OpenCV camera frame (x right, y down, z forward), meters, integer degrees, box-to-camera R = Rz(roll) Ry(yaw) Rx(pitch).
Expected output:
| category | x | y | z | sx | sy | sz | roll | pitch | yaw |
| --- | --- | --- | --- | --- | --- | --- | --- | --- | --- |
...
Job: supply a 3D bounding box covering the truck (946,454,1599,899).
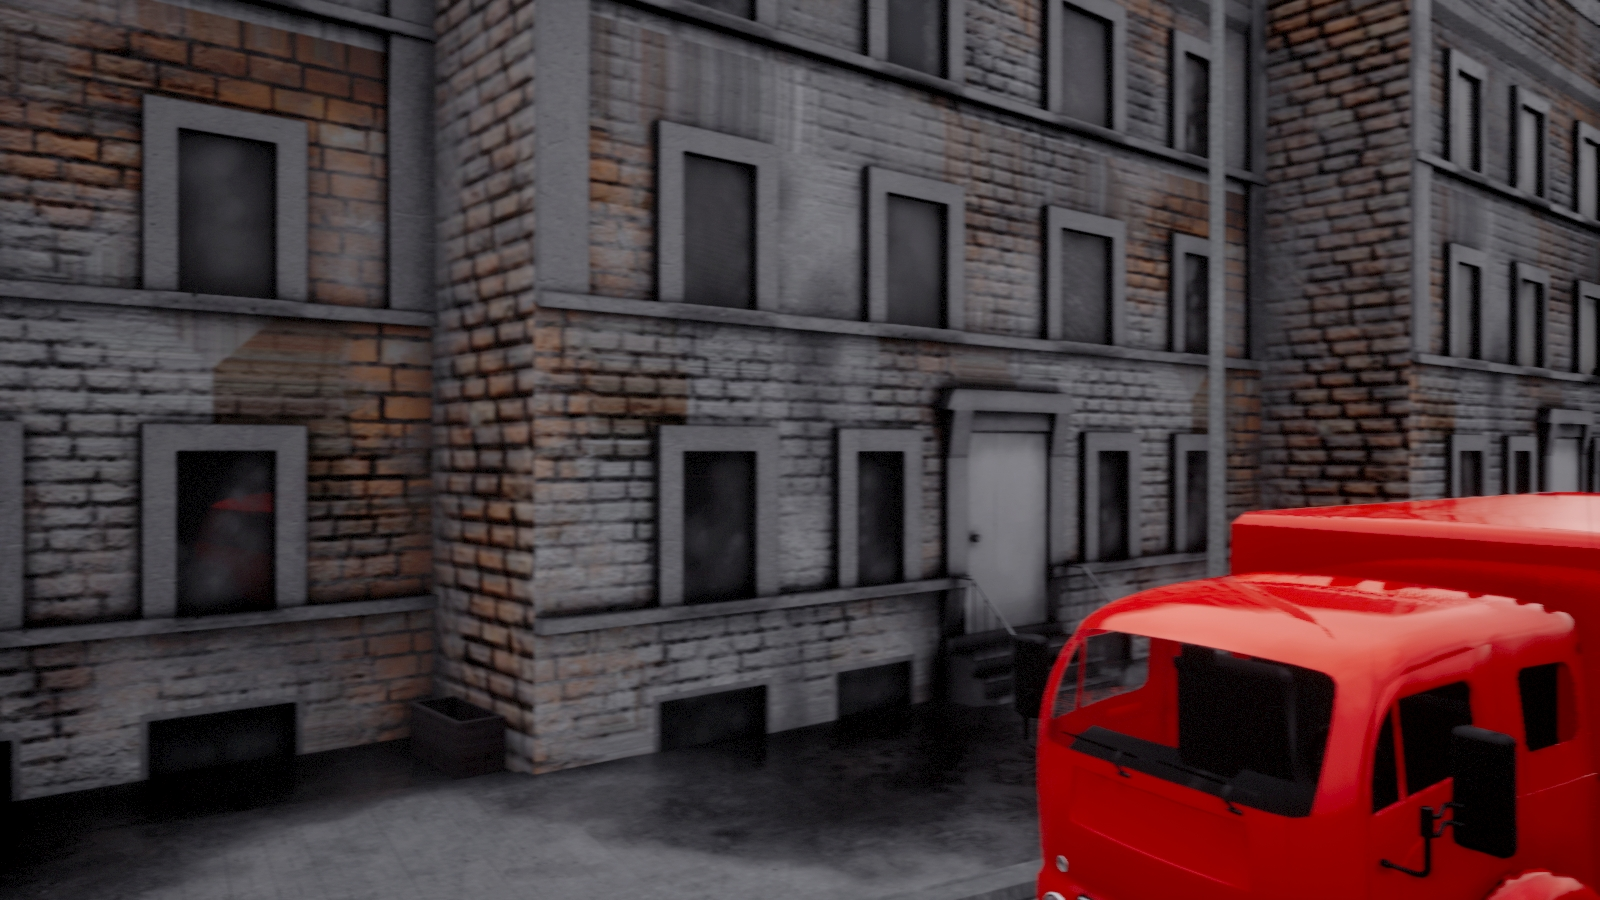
| category | x | y | z | sx | sy | sz | roll | pitch | yaw |
| --- | --- | --- | --- | --- | --- | --- | --- | --- | --- |
| truck | 3.683 | 1.327 | 6.004 | 5.204 | 2.467 | 2.627 | -2 | 1 | -30 |
